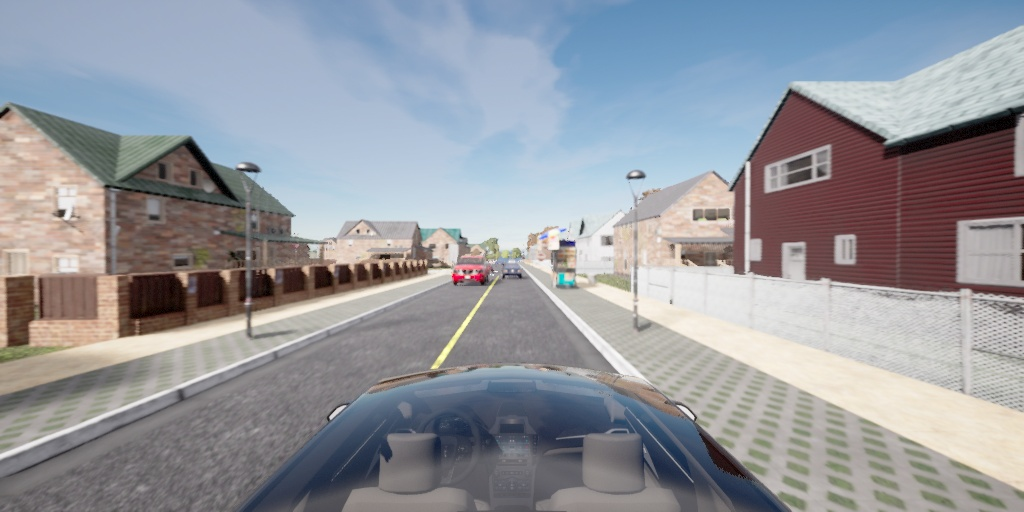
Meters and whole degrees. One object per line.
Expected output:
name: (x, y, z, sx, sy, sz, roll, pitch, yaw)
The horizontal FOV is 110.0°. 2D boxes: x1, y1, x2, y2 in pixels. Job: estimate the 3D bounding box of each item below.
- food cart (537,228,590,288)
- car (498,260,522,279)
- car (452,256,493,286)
food cart: (3.012, 0.221, 21.917, 2.280, 3.560, 4.660, 0, 0, 0)
car: (-0.028, 1.326, 33.136, 2.033, 1.411, 5.357, 0, 0, -2)
car: (-2.827, 0.984, 25.605, 2.150, 2.045, 5.566, 0, 0, 0)
